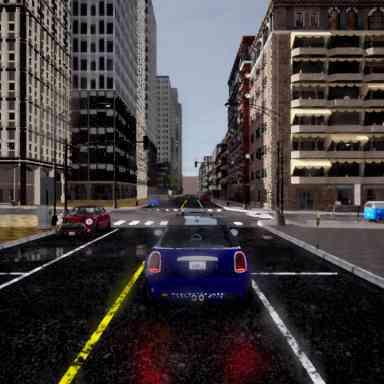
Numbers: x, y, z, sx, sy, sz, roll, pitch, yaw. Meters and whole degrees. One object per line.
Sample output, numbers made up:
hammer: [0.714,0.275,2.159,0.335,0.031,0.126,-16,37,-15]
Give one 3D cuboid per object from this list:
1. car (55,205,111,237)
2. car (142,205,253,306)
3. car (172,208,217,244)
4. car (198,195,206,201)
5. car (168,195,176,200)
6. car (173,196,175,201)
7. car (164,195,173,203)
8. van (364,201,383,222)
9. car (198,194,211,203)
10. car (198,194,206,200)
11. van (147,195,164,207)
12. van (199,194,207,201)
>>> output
car: [-5.685,1.442,17.750,1.967,1.590,4.097,0,0,0]
car: [0.102,1.353,8.167,2.097,1.767,4.553,0,0,0]
car: [0.106,1.565,16.625,1.994,1.385,4.181,0,0,0]
car: [2.722,1.593,89.078,2.008,1.369,4.403,0,0,0]
car: [-5.657,1.574,94.461,1.752,1.417,4.829,0,0,0]
car: [-5.659,1.483,89.080,1.967,1.590,4.097,0,0,0]
car: [-5.665,1.554,72.258,1.752,1.417,4.829,0,0,0]
van: [16.940,1.707,28.474,3.998,1.788,1.690,1,-1,0]
car: [2.713,1.339,66.875,2.192,1.841,5.009,0,0,0]
car: [2.723,1.363,94.629,2.192,1.841,5.009,0,0,0]
van: [-5.673,1.354,50.224,1.690,1.788,3.998,0,0,0]
van: [2.719,1.379,83.528,1.690,1.788,3.998,0,0,0]
